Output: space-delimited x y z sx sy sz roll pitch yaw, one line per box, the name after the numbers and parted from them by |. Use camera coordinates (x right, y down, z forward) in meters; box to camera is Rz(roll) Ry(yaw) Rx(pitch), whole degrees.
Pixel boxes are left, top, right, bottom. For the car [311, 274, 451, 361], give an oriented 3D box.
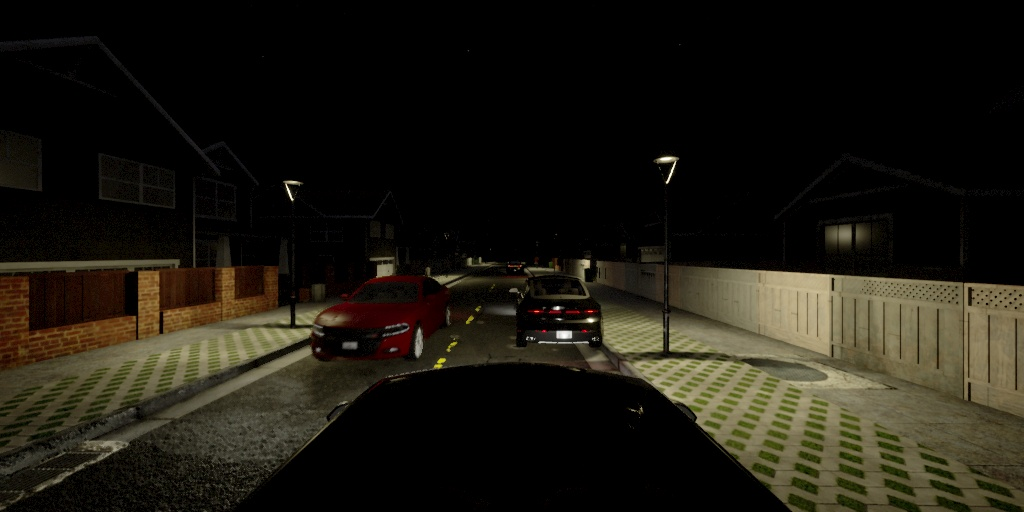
-2.698 1.224 8.498 1.882 1.535 5.008 0 0 0 | car

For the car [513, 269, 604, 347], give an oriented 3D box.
1.015 1.251 9.253 1.837 1.490 4.892 0 0 0 | car

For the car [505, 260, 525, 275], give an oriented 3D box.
0.332 1.198 37.562 2.128 1.511 4.902 0 0 1 | car
